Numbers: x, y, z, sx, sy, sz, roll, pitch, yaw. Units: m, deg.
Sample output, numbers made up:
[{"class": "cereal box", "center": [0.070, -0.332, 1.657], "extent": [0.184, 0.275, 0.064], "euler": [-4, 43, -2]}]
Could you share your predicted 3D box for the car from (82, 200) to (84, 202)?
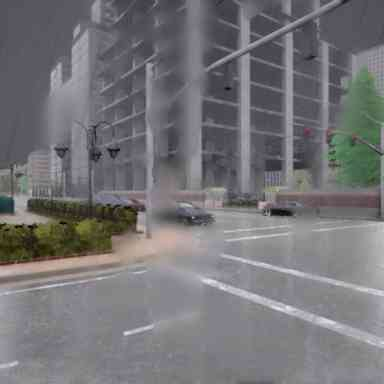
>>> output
[{"class": "car", "center": [-13.269, 1.487, 44.390], "extent": [2.033, 1.411, 5.357], "euler": [0, 0, -36]}]

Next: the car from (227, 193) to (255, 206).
[{"class": "car", "center": [7.110, 1.106, 50.663], "extent": [1.905, 1.878, 3.866], "euler": [0, 0, -36]}]

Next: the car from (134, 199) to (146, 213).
[{"class": "car", "center": [-6.637, 1.419, 35.253], "extent": [1.882, 1.535, 5.008], "euler": [0, 0, -36]}]

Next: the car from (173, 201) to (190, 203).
[{"class": "car", "center": [-0.807, 1.467, 27.224], "extent": [1.812, 1.442, 4.674], "euler": [0, 0, -36]}]

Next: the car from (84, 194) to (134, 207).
[{"class": "car", "center": [-7.893, 1.165, 31.022], "extent": [2.150, 2.045, 5.566], "euler": [0, 0, -36]}]

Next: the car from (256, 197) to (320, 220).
[{"class": "car", "center": [7.989, 1.430, 27.181], "extent": [2.128, 1.511, 4.902], "euler": [0, 0, -36]}]

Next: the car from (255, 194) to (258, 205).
[{"class": "car", "center": [9.500, 1.105, 52.377], "extent": [1.905, 1.878, 3.866], "euler": [0, 0, -36]}]

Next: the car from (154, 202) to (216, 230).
[{"class": "car", "center": [-0.613, 1.543, 21.002], "extent": [1.895, 1.301, 4.718], "euler": [0, 0, -36]}]

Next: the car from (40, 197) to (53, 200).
[{"class": "car", "center": [-22.250, 1.489, 50.921], "extent": [2.033, 1.411, 5.357], "euler": [0, 0, -36]}]
